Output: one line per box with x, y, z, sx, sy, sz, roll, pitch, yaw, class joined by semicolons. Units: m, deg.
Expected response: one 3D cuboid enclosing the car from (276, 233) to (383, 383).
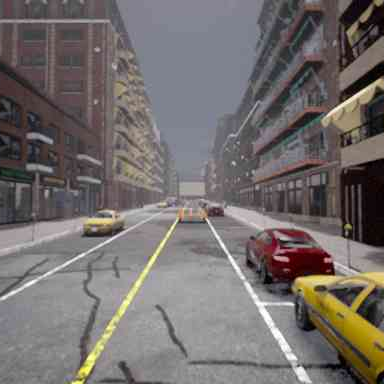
2.588;1.566;4.098;1.752;1.417;4.829;2;-1;0;car

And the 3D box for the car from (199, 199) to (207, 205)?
2.635;2.494;81.348;1.887;1.381;4.507;1;-1;0;car

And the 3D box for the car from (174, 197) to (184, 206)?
-2.706;2.308;71.064;1.837;1.490;4.892;0;-1;0;car

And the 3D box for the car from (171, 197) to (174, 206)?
-5.249;2.045;64.828;2.192;1.841;5.009;2;-1;0;car

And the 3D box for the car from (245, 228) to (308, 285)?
2.590;1.676;9.457;1.802;1.307;4.206;1;-1;0;car

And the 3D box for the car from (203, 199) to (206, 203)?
2.612;1.982;42.807;1.752;1.417;4.829;1;-1;0;car

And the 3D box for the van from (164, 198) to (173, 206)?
-5.243;2.216;75.885;1.690;1.788;3.998;2;-1;0;van

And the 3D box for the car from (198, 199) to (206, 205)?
2.638;2.572;86.877;1.887;1.381;4.507;1;-1;0;car

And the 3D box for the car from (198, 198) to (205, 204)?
2.652;2.546;92.410;1.967;1.590;4.097;1;-1;0;car

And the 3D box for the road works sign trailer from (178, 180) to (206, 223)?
0.008;0.761;28.790;2.380;3.560;2.880;0;-1;0;road works sign trailer

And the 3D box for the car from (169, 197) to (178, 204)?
-5.233;2.422;92.477;2.192;1.841;5.009;1;-1;0;car

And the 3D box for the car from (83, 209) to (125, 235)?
-5.281;1.732;20.419;1.752;1.417;4.829;2;-1;0;car

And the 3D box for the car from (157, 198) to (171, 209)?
-5.258;2.184;59.124;1.752;1.417;4.829;2;-1;0;car

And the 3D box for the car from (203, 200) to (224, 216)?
2.608;1.935;37.105;1.887;1.381;4.507;1;-1;0;car

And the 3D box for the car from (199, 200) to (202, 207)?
2.621;2.204;59.226;1.887;1.381;4.507;1;-1;0;car

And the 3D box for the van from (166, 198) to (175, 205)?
-5.241;2.292;81.417;1.690;1.788;3.998;1;-1;0;van
